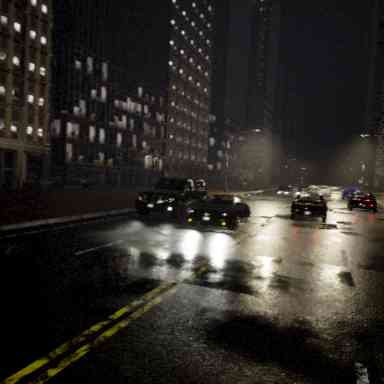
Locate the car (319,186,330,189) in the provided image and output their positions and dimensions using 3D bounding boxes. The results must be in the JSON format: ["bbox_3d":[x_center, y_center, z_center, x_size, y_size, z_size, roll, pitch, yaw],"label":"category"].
[{"bbox_3d":[18.787,-0.121,47.351,1.812,1.442,4.674,4,3,23],"label":"car"}]

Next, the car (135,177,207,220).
[{"bbox_3d":[-0.849,0.203,18.089,2.150,2.045,5.566,4,3,23],"label":"car"}]

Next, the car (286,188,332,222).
[{"bbox_3d":[6.872,0.772,19.220,2.128,1.511,4.902,4,3,23],"label":"car"}]

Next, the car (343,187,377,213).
[{"bbox_3d":[13.335,0.706,26.176,2.128,1.511,4.902,4,3,23],"label":"car"}]

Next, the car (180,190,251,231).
[{"bbox_3d":[1.361,0.809,15.045,1.994,1.385,4.181,4,3,23],"label":"car"}]

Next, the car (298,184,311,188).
[{"bbox_3d":[19.449,-0.650,57.484,2.128,1.511,4.902,4,3,23],"label":"car"}]

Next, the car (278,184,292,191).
[{"bbox_3d":[16.481,-0.754,58.809,1.994,1.385,4.181,4,3,23],"label":"car"}]
